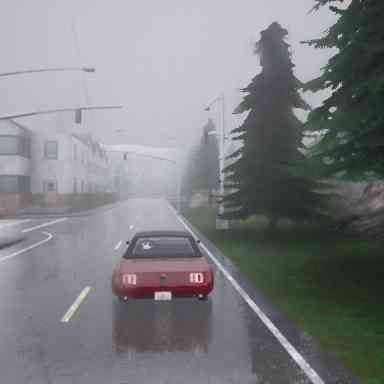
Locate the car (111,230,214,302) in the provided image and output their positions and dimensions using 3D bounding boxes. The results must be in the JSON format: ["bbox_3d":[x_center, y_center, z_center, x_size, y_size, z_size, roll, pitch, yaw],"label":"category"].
[{"bbox_3d":[-0.706,1.597,8.250,1.895,1.301,4.718,0,0,-5],"label":"car"}]
